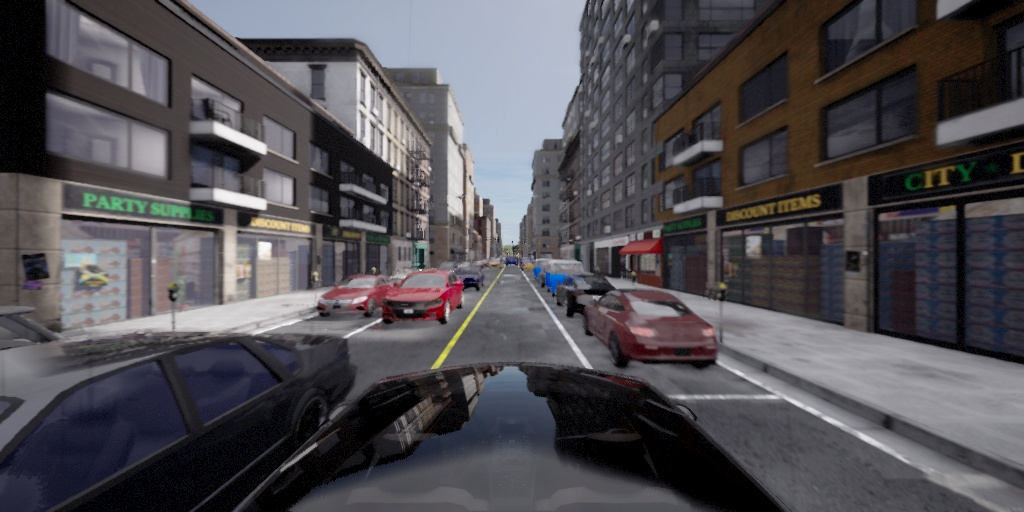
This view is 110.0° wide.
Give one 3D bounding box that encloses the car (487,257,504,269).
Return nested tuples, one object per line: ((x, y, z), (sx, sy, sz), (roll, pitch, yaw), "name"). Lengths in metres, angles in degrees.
((-2.793, 1.318, 59.325), (1.882, 1.535, 5.008), (0, 0, 1), "car")

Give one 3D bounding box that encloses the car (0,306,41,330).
((-5.387, 1.190, 2.105), (1.967, 1.591, 4.097), (0, 0, 0), "car")

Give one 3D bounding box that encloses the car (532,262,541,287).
((2.639, 1.326, 24.147), (2.007, 1.370, 4.403), (0, 0, 0), "car")

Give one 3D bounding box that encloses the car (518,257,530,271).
((2.229, 1.282, 50.752), (1.801, 1.575, 5.366), (0, 0, 0), "car")

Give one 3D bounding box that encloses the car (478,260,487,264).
((-5.384, 1.419, 57.212), (1.802, 1.307, 4.207), (0, 0, 0), "car")

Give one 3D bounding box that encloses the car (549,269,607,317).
((2.638, 1.326, 13.126), (1.948, 1.339, 4.313), (0, 0, 0), "car")

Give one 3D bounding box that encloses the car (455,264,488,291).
((-2.748, 1.373, 22.272), (1.895, 1.301, 4.718), (0, 0, 0), "car")

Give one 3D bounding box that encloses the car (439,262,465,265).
((-5.386, 1.224, 29.657), (1.967, 1.591, 4.097), (0, 0, 0), "car")

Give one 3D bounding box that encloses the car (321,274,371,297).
((-5.387, 1.342, 13.126), (1.802, 1.307, 4.207), (0, 0, 0), "car")

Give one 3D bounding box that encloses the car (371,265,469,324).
((-2.809, 1.237, 12.252), (1.882, 1.535, 5.008), (0, 0, 0), "car")

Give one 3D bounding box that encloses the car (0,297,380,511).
((-2.842, 1.298, 2.183), (2.033, 1.411, 5.357), (0, 0, 0), "car")

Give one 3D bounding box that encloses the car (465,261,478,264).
((-5.385, 1.356, 40.679), (2.007, 1.370, 4.403), (0, 0, 0), "car")

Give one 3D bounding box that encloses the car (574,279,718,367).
((2.638, 1.337, 7.615), (1.802, 1.307, 4.207), (0, 0, 0), "car")

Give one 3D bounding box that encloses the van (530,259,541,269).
((2.640, 1.126, 29.657), (1.690, 1.789, 3.998), (0, 0, 0), "van")

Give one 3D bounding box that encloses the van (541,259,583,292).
((2.639, 1.108, 18.636), (1.690, 1.789, 3.998), (0, 0, 0), "van")
